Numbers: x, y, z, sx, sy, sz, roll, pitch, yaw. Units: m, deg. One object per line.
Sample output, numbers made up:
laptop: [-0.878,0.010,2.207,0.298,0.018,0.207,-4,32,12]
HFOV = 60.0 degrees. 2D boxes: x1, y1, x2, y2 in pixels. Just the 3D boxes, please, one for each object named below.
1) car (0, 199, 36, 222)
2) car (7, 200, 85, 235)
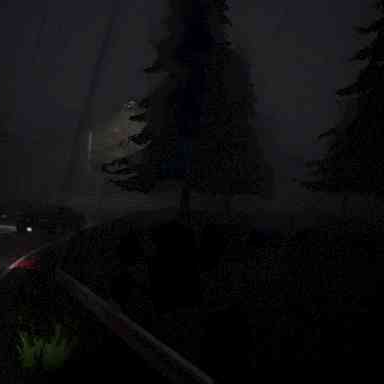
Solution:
car: [-10.397,1.144,20.826,1.994,1.385,4.181,4,2,6]
car: [-7.295,1.392,17.680,1.837,1.490,4.892,4,2,4]
